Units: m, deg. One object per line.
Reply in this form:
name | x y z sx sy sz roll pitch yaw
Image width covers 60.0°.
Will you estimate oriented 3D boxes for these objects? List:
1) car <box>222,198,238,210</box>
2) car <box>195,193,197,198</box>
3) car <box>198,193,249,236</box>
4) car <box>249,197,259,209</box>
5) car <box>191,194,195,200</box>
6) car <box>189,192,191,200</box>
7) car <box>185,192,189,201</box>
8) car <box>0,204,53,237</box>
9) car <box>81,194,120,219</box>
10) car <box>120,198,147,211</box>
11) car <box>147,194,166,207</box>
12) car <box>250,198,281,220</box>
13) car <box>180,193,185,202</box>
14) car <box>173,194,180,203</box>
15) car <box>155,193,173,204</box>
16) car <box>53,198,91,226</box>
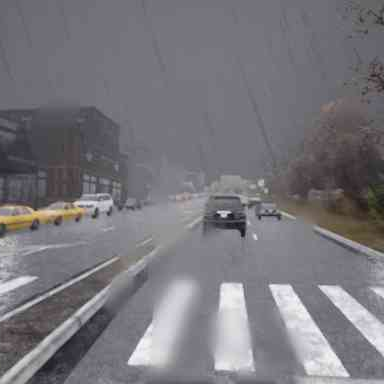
car | 4.996 1.513 43.747 1.994 1.385 4.181 0 0 7
car | -0.743 1.361 95.188 2.231 1.521 4.892 0 0 7
car | 1.834 1.206 18.458 2.150 2.045 5.566 0 0 7
car | 8.348 1.413 44.367 1.882 1.535 5.008 0 0 7
car | -1.425 1.116 89.545 2.435 2.045 5.566 0 0 7
car | -2.106 1.370 83.904 1.946 1.575 5.366 0 0 7
car | -2.744 1.254 78.634 2.185 1.767 4.553 0 0 7
car | -10.070 1.447 18.083 1.946 1.575 5.366 0 0 7
car | -8.707 1.186 29.334 2.435 2.045 5.566 0 0 7
car | -7.385 1.454 40.301 2.163 1.488 4.792 0 0 7
car | -6.049 1.413 51.308 2.231 1.521 4.892 0 0 7
car | 6.272 1.506 27.813 2.033 1.411 5.357 0 0 7
car | -3.434 1.383 72.934 1.946 1.575 5.366 0 0 7
car | -4.314 1.396 66.118 2.231 1.521 4.892 0 0 8
car | -5.391 1.154 56.758 2.435 2.045 5.566 0 0 7
car | -9.407 1.441 23.568 1.946 1.575 5.366 0 0 7
